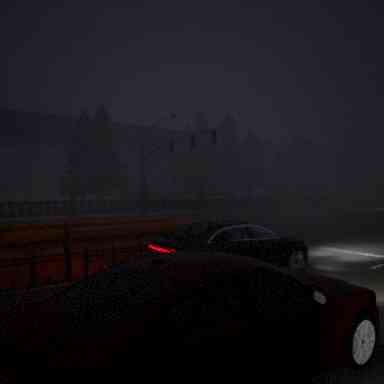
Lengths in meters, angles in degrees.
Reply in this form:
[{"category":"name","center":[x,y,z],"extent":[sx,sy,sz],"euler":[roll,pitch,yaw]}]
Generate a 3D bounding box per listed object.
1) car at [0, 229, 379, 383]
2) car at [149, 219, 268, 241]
[{"category":"car","center":[0.325,1.476,4.023],"extent":[5.008,1.535,1.882],"euler":[0,0,-35]},{"category":"car","center":[1.125,1.487,8.872],"extent":[4.902,1.511,2.128],"euler":[0,0,-35]}]
